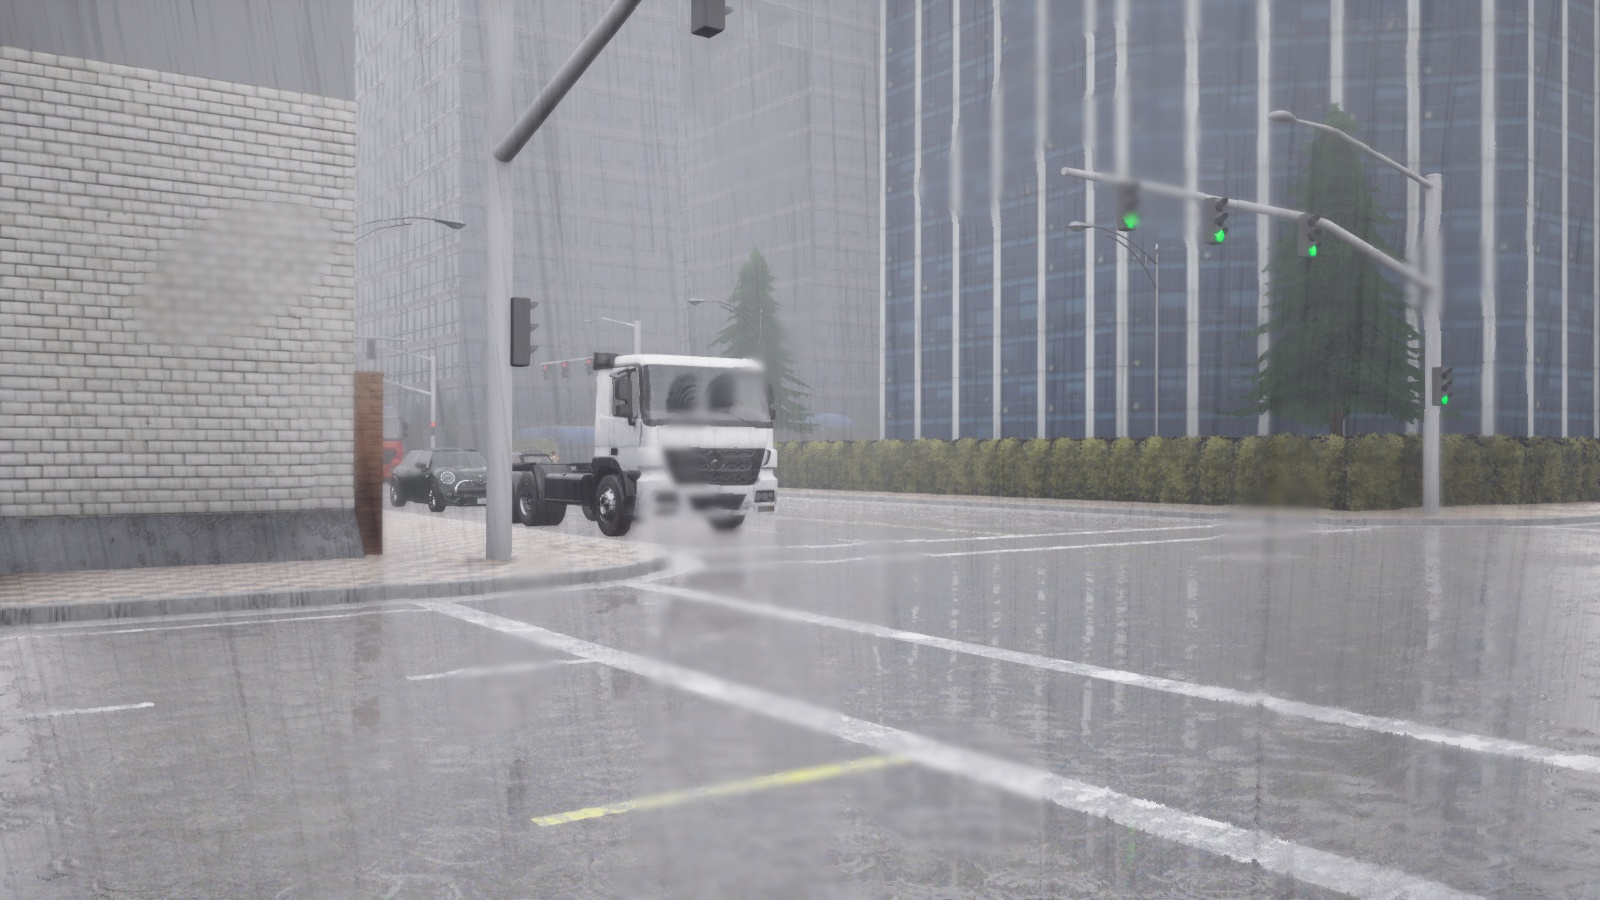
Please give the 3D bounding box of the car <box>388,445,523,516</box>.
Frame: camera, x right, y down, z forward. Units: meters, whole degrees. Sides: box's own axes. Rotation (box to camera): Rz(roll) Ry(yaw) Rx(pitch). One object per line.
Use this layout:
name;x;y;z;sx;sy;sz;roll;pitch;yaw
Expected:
car;-9.337;0.761;33.803;2.097;1.767;4.553;0;0;-35

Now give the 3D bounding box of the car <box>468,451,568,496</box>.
car;-10.881;0.871;48.227;2.033;1.649;4.856;0;0;-35

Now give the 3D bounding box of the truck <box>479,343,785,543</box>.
truck;-3.750;-0.110;25.811;2.891;3.462;7.936;0;0;-35

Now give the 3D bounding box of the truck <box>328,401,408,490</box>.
truck;-20.296;-0.178;58.664;2.891;3.827;8.468;0;0;-23
